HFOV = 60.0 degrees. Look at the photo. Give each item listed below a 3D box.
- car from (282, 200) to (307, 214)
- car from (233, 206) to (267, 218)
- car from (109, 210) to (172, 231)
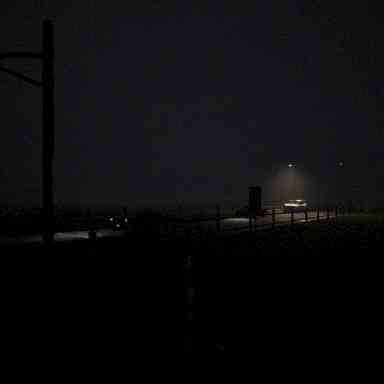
[{"bbox_3d":[15.394,2.219,49.761,2.150,2.045,5.566,0,-2,37],"label":"car"},{"bbox_3d":[6.711,2.253,37.977,2.033,1.411,5.357,0,-1,36],"label":"car"},{"bbox_3d":[-3.598,1.969,23.849,1.895,1.301,4.718,0,-1,36],"label":"car"}]
